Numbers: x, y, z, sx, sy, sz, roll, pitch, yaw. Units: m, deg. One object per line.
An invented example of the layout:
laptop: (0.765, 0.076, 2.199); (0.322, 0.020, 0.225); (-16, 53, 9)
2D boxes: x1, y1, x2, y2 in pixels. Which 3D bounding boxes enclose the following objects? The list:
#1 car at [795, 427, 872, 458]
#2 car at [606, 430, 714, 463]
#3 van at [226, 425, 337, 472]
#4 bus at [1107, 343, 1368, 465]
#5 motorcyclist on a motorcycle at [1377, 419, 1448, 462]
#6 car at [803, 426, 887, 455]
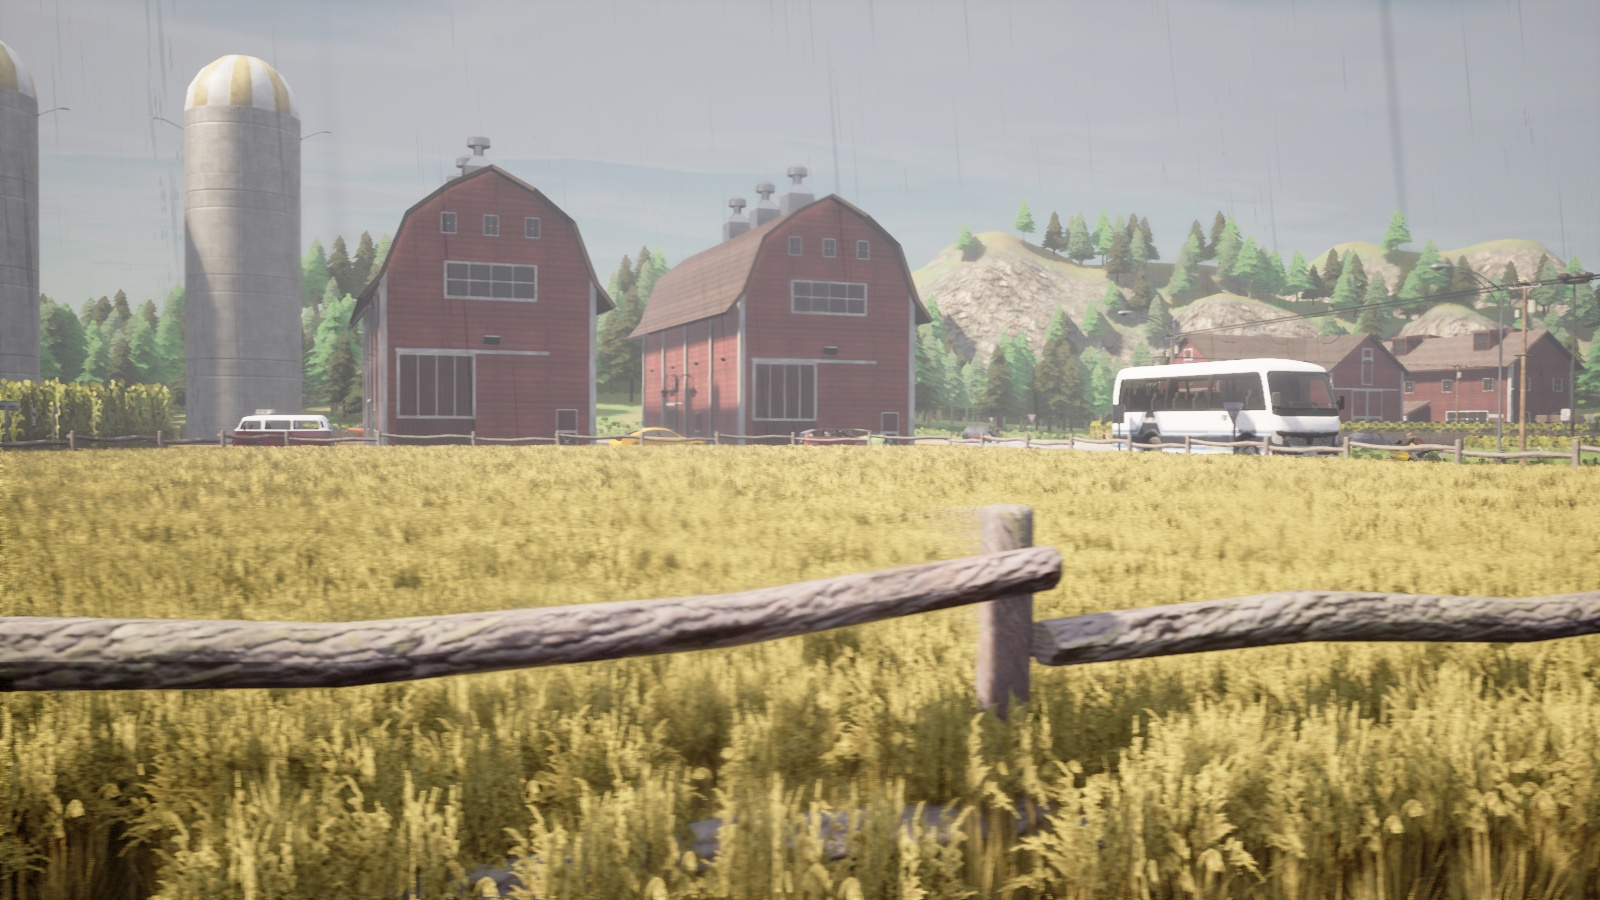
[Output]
car: (1.753, -0.420, 66.136); (3.705, 1.549, 1.789); (-1, 1, -16)
car: (-6.973, -0.207, 62.619); (5.008, 1.535, 1.882); (-1, 1, -24)
van: (-24.355, -0.103, 59.156); (4.480, 2.038, 2.069); (-1, 2, -14)
bus: (16.753, -1.716, 49.280); (3.944, 4.253, 10.273); (-1, 1, -21)
motorcyclist on a motorcycle: (22.370, -0.337, 45.929); (0.866, 1.530, 2.191); (-1, 1, -33)
car: (2.447, -0.532, 69.829); (4.514, 1.525, 2.007); (-1, 1, -2)
